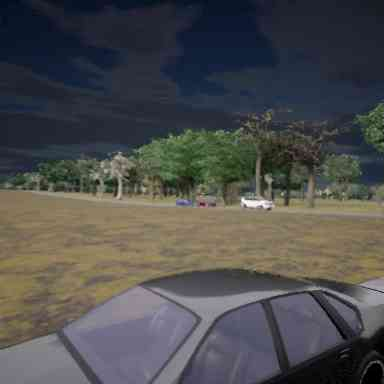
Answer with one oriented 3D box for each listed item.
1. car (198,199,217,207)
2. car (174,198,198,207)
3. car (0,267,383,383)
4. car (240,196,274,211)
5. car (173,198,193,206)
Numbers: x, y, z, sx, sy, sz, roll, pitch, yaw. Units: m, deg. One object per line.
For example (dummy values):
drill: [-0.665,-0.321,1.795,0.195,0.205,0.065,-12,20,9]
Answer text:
car: [2.833,2.121,65.962,2.097,1.767,4.553,3,-2,-35]
car: [-1.436,2.194,65.880,1.812,1.442,4.674,3,-2,-35]
car: [0.158,1.551,3.181,5.357,1.411,2.033,0,0,-35]
car: [9.746,1.720,50.036,2.150,2.045,5.566,3,-2,-36]
car: [-1.960,2.132,72.663,1.882,1.535,5.008,3,-2,-35]
